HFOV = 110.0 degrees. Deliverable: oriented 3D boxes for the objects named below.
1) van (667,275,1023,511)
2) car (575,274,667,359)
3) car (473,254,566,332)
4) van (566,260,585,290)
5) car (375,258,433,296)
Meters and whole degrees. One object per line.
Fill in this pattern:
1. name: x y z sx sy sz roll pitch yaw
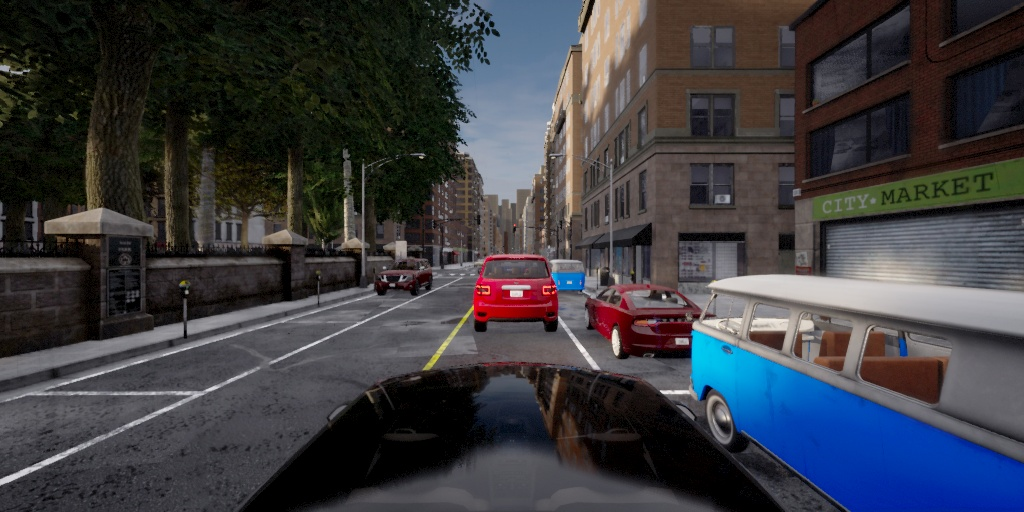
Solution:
1. van: 2.856 1.091 2.578 1.690 1.789 3.998 0 0 0
2. car: 2.854 1.294 8.239 1.888 1.381 4.507 0 0 0
3. car: 0.093 0.970 10.997 2.150 2.045 5.566 0 0 0
4. van: 2.849 1.085 19.560 1.690 1.789 3.998 0 0 0
5. car: -5.676 1.059 19.516 2.192 1.841 5.009 0 0 0
